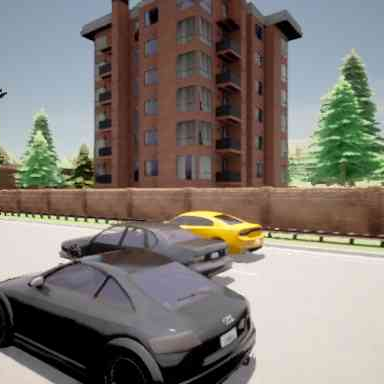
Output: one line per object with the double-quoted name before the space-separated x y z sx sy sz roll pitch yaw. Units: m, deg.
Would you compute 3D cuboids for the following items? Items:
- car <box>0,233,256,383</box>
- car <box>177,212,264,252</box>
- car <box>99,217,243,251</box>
"car" -1.222 1.565 4.845 4.181 1.385 1.994 0 0 36
"car" 0.172 1.478 12.459 5.008 1.535 1.882 0 0 36
"car" -1.500 1.548 9.357 5.357 1.411 2.033 0 0 36
